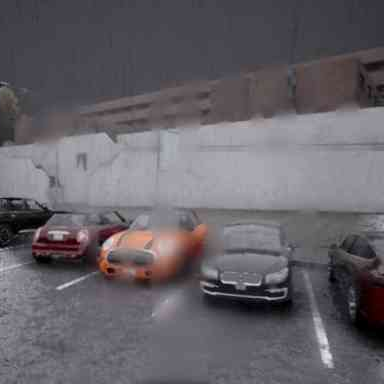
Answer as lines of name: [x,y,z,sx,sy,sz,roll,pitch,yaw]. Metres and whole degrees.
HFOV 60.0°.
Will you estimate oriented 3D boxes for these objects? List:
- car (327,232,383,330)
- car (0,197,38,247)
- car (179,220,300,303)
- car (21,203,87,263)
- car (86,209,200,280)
car: [3.974,1.518,6.679,2.163,1.488,4.792,0,-1,15]
car: [-8.247,1.266,15.390,2.435,2.045,5.566,0,-1,15]
car: [1.533,1.491,8.396,2.231,1.521,4.892,1,-1,15]
car: [-3.372,1.372,11.846,2.185,1.767,4.553,0,-1,15]
car: [-0.903,1.368,10.165,2.185,1.767,4.553,0,-1,15]
